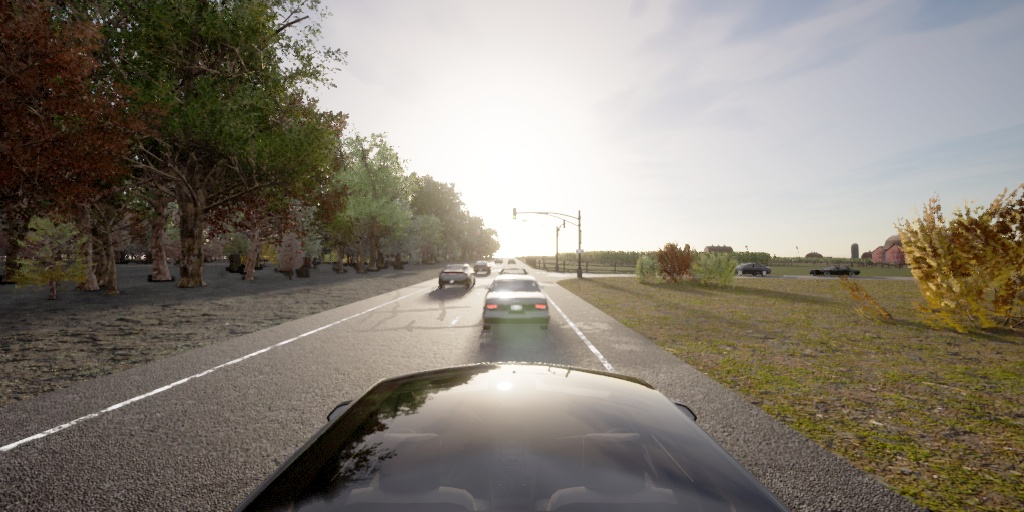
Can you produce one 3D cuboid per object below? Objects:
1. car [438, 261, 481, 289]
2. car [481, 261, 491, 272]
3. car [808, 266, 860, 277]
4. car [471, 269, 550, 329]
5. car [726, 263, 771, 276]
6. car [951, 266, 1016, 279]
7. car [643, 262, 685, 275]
[{"bbox_3d":[-3.410,1.249,22.863,2.128,1.511,4.902,0,0,0],"label":"car"},{"bbox_3d":[-3.419,1.287,41.363,1.812,1.442,4.674,0,0,0],"label":"car"},{"bbox_3d":[38.151,1.830,42.527,4.718,1.301,1.895,1,-1,0],"label":"car"},{"bbox_3d":[0.090,1.301,11.216,2.033,1.411,5.357,0,0,0],"label":"car"},{"bbox_3d":[27.966,1.622,42.576,4.892,1.490,1.837,1,-1,0],"label":"car"},{"bbox_3d":[51.401,1.913,38.847,4.718,1.301,1.895,1,-1,1],"label":"car"},{"bbox_3d":[17.981,1.501,42.638,4.902,1.511,2.128,1,-1,1],"label":"car"}]
